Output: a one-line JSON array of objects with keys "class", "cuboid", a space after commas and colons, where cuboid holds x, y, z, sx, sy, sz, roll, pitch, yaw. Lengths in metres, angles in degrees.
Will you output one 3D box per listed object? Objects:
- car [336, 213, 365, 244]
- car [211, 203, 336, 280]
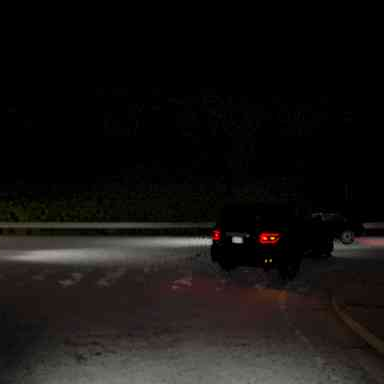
[{"class": "car", "cuboid": [5.887, 1.702, 16.449, 4.902, 1.511, 2.128, 0, -1, 0]}, {"class": "car", "cuboid": [2.763, 1.362, 10.834, 2.150, 2.045, 5.566, -2, -1, 36]}]
